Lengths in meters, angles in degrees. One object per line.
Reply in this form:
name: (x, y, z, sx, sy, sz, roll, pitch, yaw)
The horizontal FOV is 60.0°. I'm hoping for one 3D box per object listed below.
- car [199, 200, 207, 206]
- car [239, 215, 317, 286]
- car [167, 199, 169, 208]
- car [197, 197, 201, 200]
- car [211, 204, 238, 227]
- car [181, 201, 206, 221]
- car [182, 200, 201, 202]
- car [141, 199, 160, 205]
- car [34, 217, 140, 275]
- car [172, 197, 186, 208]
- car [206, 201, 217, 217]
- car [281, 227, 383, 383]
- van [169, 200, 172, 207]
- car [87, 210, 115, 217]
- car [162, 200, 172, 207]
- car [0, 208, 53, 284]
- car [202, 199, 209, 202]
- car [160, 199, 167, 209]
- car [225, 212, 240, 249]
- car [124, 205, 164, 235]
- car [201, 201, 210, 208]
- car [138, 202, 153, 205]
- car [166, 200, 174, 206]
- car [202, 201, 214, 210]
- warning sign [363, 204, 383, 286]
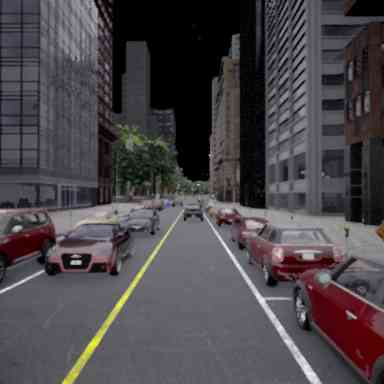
car: (2.841, 2.821, 85.782, 1.947, 1.339, 4.313, 0, -1, 0)
car: (2.766, 1.582, 9.841, 1.967, 1.590, 4.097, 0, -1, 0)
car: (-5.712, 2.391, 58.681, 1.887, 1.381, 4.507, 0, -1, 0)
car: (2.829, 2.410, 74.937, 2.192, 1.841, 5.009, 0, -1, 0)
car: (2.782, 1.918, 26.113, 1.887, 1.381, 4.507, 0, -1, 0)
car: (0.128, 1.967, 32.415, 1.837, 1.490, 4.892, 0, -1, 0)
car: (0.076, 2.194, 44.991, 2.033, 1.411, 5.357, 0, -1, 1)
car: (-5.728, 1.919, 42.408, 2.192, 1.841, 5.009, 0, -1, 0)
car: (-3.099, 1.716, 10.841, 1.994, 1.385, 4.181, 0, -1, -1)
car: (-2.934, 2.220, 69.951, 2.150, 2.045, 5.566, 0, -1, 0)
car: (2.792, 2.058, 37.132, 1.752, 1.417, 4.829, 0, -1, 0)
car: (2.760, 1.506, 4.417, 1.967, 1.590, 4.097, 0, -1, 0)
van: (-5.702, 2.350, 69.535, 1.690, 1.788, 3.998, 0, -1, 0)
car: (-5.749, 1.813, 20.533, 1.752, 1.417, 4.829, 0, -1, 0)
car: (-5.696, 2.530, 74.959, 1.967, 1.590, 4.097, 0, -1, 0)
car: (-5.760, 1.452, 9.855, 2.192, 1.841, 5.009, 0, -1, 0)
car: (2.802, 2.129, 47.812, 1.967, 1.590, 4.097, 0, -1, 0)
car: (-5.718, 2.080, 53.259, 2.192, 1.841, 5.009, 0, -1, 0)
car: (2.771, 1.801, 15.264, 1.802, 1.307, 4.206, 0, -1, 0)
car: (-3.069, 1.802, 21.034, 1.837, 1.490, 4.892, 0, -1, 0)
car: (2.825, 2.542, 69.679, 1.752, 1.417, 4.829, 0, -1, 0)
car: (-5.733, 2.106, 36.979, 1.802, 1.307, 4.206, 0, -1, 0)
car: (-5.685, 2.832, 85.808, 1.802, 1.307, 4.206, 0, -1, 0)
car: (2.812, 2.396, 58.660, 1.887, 1.381, 4.507, 0, -1, 0)
warning sign: (5.075, 1.234, 8.089, 1.300, 1.860, 1.060, 0, -1, 0)
